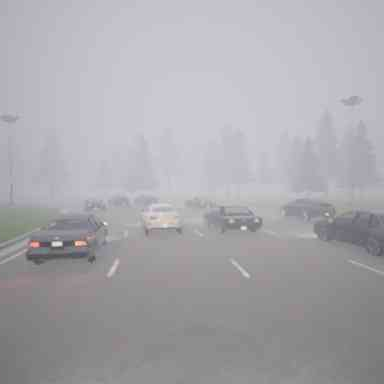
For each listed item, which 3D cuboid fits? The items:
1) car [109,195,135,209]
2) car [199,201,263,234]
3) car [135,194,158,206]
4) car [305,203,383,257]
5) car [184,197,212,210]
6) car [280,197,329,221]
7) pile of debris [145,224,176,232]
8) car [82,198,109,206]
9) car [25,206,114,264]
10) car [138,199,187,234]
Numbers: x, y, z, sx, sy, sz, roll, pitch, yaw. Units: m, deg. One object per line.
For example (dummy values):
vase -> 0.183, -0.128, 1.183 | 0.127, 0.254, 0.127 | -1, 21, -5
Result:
car -> -8.566, 1.081, 38.568 | 1.837, 1.490, 4.892 | 0, 0, -28
car -> 1.971, 1.356, 17.600 | 1.895, 1.301, 4.718 | -1, 1, -11
car -> -5.731, 1.004, 40.661 | 1.882, 1.535, 5.008 | 0, 0, -29
car -> 6.458, 1.335, 12.048 | 2.033, 1.411, 5.357 | -1, 1, -9
car -> 0.750, 1.143, 35.054 | 1.895, 1.301, 4.718 | -1, 1, -22
car -> 7.879, 1.137, 23.093 | 1.837, 1.490, 4.892 | 0, 0, -13
pile of debris -> -1.776, 1.956, 18.171 | 1.500, 0.140, 1.860 | -1, 1, -11
car -> -10.019, 1.254, 33.671 | 1.895, 1.301, 4.718 | -1, 1, -23
car -> -4.062, 1.433, 11.511 | 2.033, 1.411, 5.357 | -1, 1, -9
car -> -1.694, 1.313, 17.620 | 1.812, 1.442, 4.674 | 0, 0, -11
